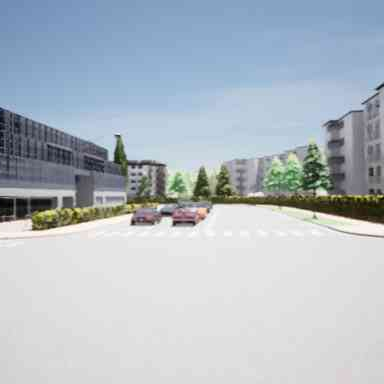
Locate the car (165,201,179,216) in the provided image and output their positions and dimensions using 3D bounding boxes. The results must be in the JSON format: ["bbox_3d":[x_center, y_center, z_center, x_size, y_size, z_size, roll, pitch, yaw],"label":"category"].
[{"bbox_3d":[-2.666,2.148,38.957,2.033,1.411,5.357,-1,-1,6],"label":"car"}]

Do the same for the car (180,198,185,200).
[{"bbox_3d":[-1.071,2.020,54.968,2.150,2.045,5.566,-1,-1,4],"label":"car"}]

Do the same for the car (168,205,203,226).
[{"bbox_3d":[-0.419,1.989,26.881,1.895,1.301,4.718,-1,-1,6],"label":"car"}]

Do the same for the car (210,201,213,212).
[{"bbox_3d":[1.439,1.960,44.707,2.097,1.767,4.553,-1,-1,6],"label":"car"}]

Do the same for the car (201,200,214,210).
[{"bbox_3d":[2.665,2.261,58.027,2.128,1.511,4.902,-1,-1,2],"label":"car"}]

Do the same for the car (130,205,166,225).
[{"bbox_3d":[-3.803,2.034,28.201,1.994,1.385,4.181,-1,-1,6],"label":"car"}]

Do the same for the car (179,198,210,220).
[{"bbox_3d":[0.289,1.810,32.713,2.097,1.767,4.553,-1,-1,6],"label":"car"}]
